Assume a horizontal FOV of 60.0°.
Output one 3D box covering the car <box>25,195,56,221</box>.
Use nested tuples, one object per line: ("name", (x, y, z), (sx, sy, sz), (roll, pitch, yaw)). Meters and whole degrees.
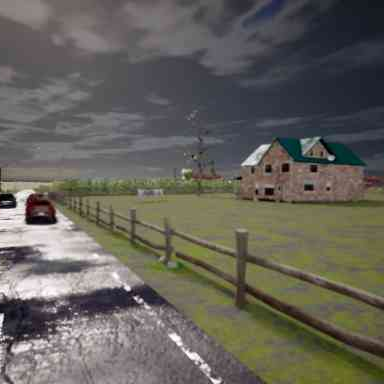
("car", (-10.494, 1.169, 23.058), (1.812, 1.442, 4.674), (0, 1, -26))

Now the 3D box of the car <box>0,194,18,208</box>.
("car", (-20.299, 0.932, 36.684), (1.812, 1.442, 4.674), (0, 1, -26))
